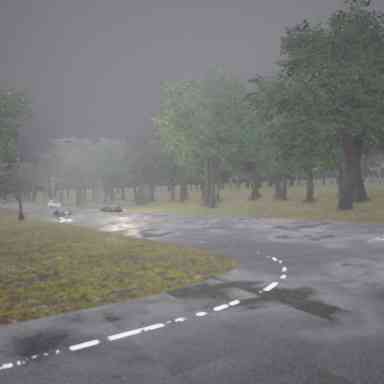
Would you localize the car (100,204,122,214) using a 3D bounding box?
[{"bbox_3d":[-12.817,2.616,52.500,2.033,1.411,5.357,-3,1,-36],"label":"car"}]

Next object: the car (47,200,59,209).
[{"bbox_3d":[-34.244,3.058,82.113,2.150,2.045,5.566,-3,1,-36],"label":"car"}]

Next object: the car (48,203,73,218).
[{"bbox_3d":[-19.235,2.941,49.444,2.128,1.511,4.902,-4,1,-35],"label":"car"}]
